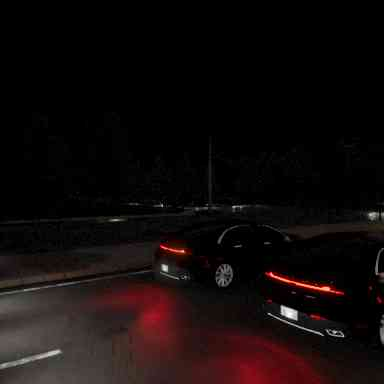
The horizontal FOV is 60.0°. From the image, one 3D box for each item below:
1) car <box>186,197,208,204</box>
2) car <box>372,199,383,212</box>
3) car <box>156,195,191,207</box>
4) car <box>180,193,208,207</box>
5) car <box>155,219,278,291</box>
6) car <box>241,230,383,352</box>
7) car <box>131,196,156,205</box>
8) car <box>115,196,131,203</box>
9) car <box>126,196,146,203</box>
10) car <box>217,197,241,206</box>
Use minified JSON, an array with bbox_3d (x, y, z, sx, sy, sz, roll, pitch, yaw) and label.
[{"bbox_3d":[0.923,1.601,63.083,1.895,1.301,4.718,0,0,-35],"label":"car"},{"bbox_3d":[22.640,1.477,38.143,5.008,1.535,1.882,0,0,-35],"label":"car"},{"bbox_3d":[-2.854,1.547,50.121,2.033,1.411,5.357,0,0,-35],"label":"car"},{"bbox_3d":[-0.090,1.221,52.259,2.150,2.045,5.566,0,0,-36],"label":"car"},{"bbox_3d":[1.358,1.505,9.066,4.892,1.490,1.837,0,0,-35],"label":"car"},{"bbox_3d":[3.390,1.505,6.217,4.892,1.490,1.837,0,0,-35],"label":"car"},{"bbox_3d":[-8.346,1.601,57.983,1.895,1.301,4.718,0,0,-35],"label":"car"},{"bbox_3d":[-14.119,1.491,66.326,2.128,1.511,4.902,0,0,-35],"label":"car"},{"bbox_3d":[-11.752,1.540,69.077,2.033,1.411,5.357,0,0,-35],"label":"car"},{"bbox_3d":[6.138,1.526,55.621,1.812,1.442,4.674,0,0,-35],"label":"car"}]
